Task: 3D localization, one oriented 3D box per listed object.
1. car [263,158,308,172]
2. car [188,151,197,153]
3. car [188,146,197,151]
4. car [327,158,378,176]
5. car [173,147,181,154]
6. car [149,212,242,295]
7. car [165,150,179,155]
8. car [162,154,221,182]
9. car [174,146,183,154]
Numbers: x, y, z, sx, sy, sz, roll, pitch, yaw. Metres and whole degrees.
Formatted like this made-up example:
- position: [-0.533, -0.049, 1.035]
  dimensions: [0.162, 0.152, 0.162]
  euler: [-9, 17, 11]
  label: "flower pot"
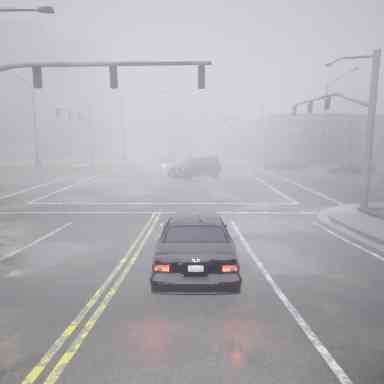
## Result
- position: [10.447, -3.055, 37.356]
  dimensions: [4.902, 1.511, 2.128]
  euler: [0, 9, 0]
  label: "car"
- position: [-0.072, -5.141, 50.869]
  dimensions: [1.895, 1.301, 4.718]
  euler: [0, 9, 3]
  label: "car"
- position: [0.093, -10.701, 83.505]
  dimensions: [2.097, 1.767, 4.553]
  euler: [0, 9, 0]
  label: "car"
- position: [16.261, -2.629, 33.853]
  dimensions: [4.553, 1.767, 2.097]
  euler: [0, 9, 0]
  label: "car"
- position: [-3.499, -6.885, 61.000]
  dimensions: [1.837, 1.490, 4.892]
  euler: [0, 9, 0]
  label: "car"
- position: [0.084, 1.218, 8.395]
  dimensions: [2.033, 1.411, 5.357]
  euler: [0, 4, 0]
  label: "car"
- position: [-3.538, -5.300, 51.522]
  dimensions: [2.033, 1.411, 5.357]
  euler: [0, 9, 0]
  label: "car"
- position: [0.278, -2.139, 30.047]
  dimensions: [5.566, 2.045, 2.150]
  euler: [-9, 12, -44]
  label: "car"
- position: [-3.420, -8.507, 71.195]
  dimensions: [2.033, 1.411, 5.357]
  euler: [0, 9, 0]
  label: "car"
